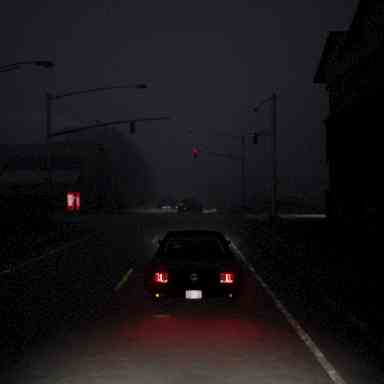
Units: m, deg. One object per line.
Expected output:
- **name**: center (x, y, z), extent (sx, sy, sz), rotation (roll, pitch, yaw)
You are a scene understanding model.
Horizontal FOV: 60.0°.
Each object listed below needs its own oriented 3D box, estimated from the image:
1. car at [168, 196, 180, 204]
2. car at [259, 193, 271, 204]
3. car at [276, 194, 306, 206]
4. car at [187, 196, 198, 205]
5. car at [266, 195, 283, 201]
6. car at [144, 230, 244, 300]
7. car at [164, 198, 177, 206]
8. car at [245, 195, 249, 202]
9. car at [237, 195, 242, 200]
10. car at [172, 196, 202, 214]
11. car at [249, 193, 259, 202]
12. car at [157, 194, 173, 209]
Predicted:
- **car**: center (-3.522, 1.619, 67.253), extent (2.033, 1.411, 5.357), rotation (0, 0, 1)
- **car**: center (14.164, 1.227, 54.759), extent (5.027, 1.636, 2.152), rotation (0, 0, 0)
- **car**: center (14.488, 1.299, 48.341), extent (3.806, 1.475, 1.970), rotation (0, 0, 0)
- **car**: center (0.099, 1.571, 62.751), extent (1.837, 1.490, 4.892), rotation (0, 0, 0)
- **car**: center (21.305, 1.491, 86.063), extent (3.806, 1.475, 1.970), rotation (0, 0, 0)
- **car**: center (0.058, 1.610, 8.367), extent (1.895, 1.301, 4.718), rotation (0, 0, 1)
- **car**: center (-3.584, 1.661, 56.960), extent (1.895, 1.301, 4.718), rotation (0, 0, 0)
- **car**: center (13.750, 1.187, 70.459), extent (4.605, 1.855, 1.932), rotation (0, 0, 0)
- **car**: center (13.884, 1.483, 89.042), extent (3.633, 1.501, 1.845), rotation (0, 0, 0)
- **car**: center (-0.187, 1.491, 35.005), extent (2.128, 1.511, 4.902), rotation (0, -2, 13)
- **car**: center (14.162, 1.164, 67.553), extent (3.866, 1.878, 1.905), rotation (0, 0, 0)
- **car**: center (-3.596, 1.271, 46.726), extent (2.150, 2.045, 5.566), rotation (0, 0, 0)
